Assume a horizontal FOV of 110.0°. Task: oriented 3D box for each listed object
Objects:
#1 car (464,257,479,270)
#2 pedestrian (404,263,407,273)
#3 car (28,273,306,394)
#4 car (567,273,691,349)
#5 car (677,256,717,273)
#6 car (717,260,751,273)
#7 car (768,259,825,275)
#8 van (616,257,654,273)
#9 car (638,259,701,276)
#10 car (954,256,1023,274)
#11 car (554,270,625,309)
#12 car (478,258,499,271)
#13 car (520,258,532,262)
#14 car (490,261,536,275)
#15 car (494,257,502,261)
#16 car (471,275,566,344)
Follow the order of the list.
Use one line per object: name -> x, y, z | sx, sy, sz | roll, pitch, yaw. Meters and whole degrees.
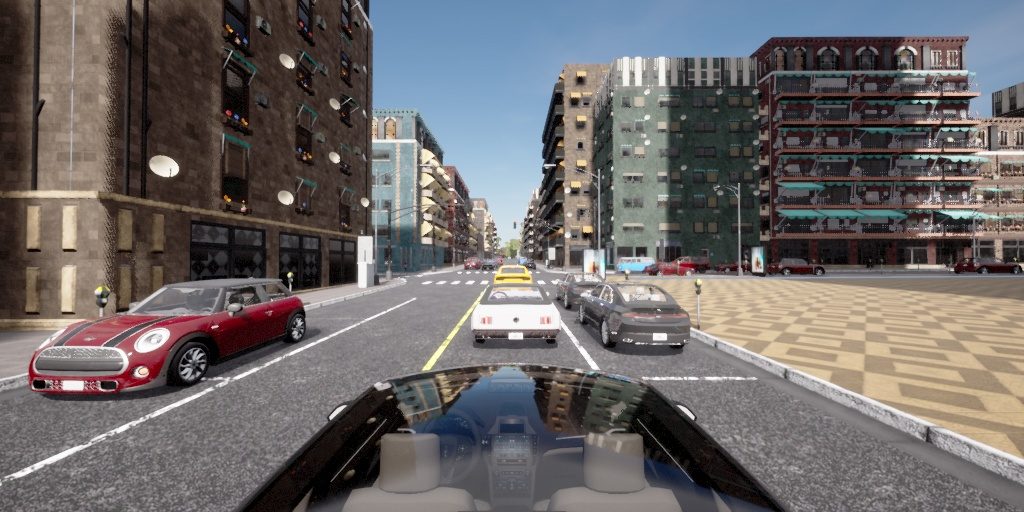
car -> -5.807, 1.079, 52.785 | 2.192, 1.841, 5.009 | 0, 0, 0
pedestrian -> -12.623, 1.094, 42.694 | 0.375, 1.860, 0.375 | 0, 0, 0
car -> -5.830, 1.191, 6.747 | 1.967, 1.591, 4.097 | 0, 0, 0
car -> 2.804, 1.302, 9.002 | 2.007, 1.370, 4.403 | 0, 0, 0
car -> 19.211, 0.974, 39.577 | 5.009, 1.841, 2.192 | 0, 0, 0
car -> 24.739, 1.162, 39.550 | 4.507, 1.381, 1.888 | 0, 0, 0
car -> 24.696, 0.933, 31.170 | 4.097, 1.591, 1.967 | 0, 0, 0
van -> 13.683, 1.042, 39.604 | 3.998, 1.789, 1.690 | 0, 0, 0
car -> 13.640, 1.160, 31.224 | 4.207, 1.307, 1.802 | 0, 0, 0
car -> 41.277, 0.809, 31.089 | 4.097, 1.591, 1.967 | 0, 0, 0
car -> 2.791, 1.303, 14.572 | 2.007, 1.370, 4.403 | 0, 0, 0
car -> -3.228, 1.364, 50.455 | 1.895, 1.301, 4.718 | 0, 0, 1
car -> 2.574, 1.330, 52.764 | 1.948, 1.339, 4.313 | 0, 0, 0
car -> 0.053, 1.232, 19.038 | 1.882, 1.535, 5.008 | 0, 0, 0
car -> -3.218, 1.314, 60.148 | 2.033, 1.411, 5.357 | 0, 0, 0
car -> 0.081, 1.352, 9.585 | 1.895, 1.301, 4.718 | 0, 0, 0
